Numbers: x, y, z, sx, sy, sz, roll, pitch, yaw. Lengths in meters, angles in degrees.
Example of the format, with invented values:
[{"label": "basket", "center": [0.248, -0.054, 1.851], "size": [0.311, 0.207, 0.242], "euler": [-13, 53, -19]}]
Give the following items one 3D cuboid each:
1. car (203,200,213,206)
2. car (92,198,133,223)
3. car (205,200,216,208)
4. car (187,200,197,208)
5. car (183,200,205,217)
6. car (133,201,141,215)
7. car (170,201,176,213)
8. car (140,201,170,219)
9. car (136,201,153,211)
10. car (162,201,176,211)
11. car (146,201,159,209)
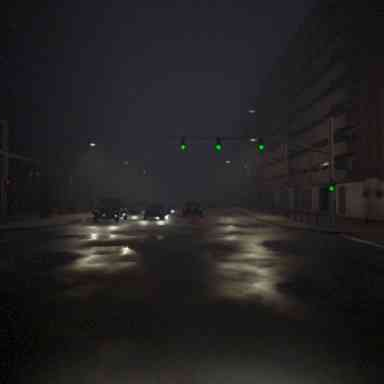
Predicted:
[{"label": "car", "center": [3.436, 2.401, 72.890], "size": [1.895, 1.301, 4.718], "euler": [0, -1, 0]}, {"label": "car", "center": [-7.115, 1.553, 29.641], "size": [2.150, 2.045, 5.566], "euler": [0, -1, 0]}, {"label": "car", "center": [3.445, 2.263, 62.947], "size": [1.994, 1.385, 4.181], "euler": [0, -1, 0]}, {"label": "car", "center": [0.043, 2.244, 64.577], "size": [1.812, 1.442, 4.674], "euler": [0, -1, 0]}, {"label": "car", "center": [0.067, 1.755, 36.221], "size": [2.097, 1.767, 4.553], "euler": [0, -1, 0]}, {"label": "car", "center": [-7.125, 1.920, 39.641], "size": [1.882, 1.535, 5.008], "euler": [0, -1, 0]}, {"label": "car", "center": [-3.623, 1.967, 42.658], "size": [2.128, 1.511, 4.902], "euler": [0, -1, 0]}, {"label": "car", "center": [-3.616, 1.848, 33.171], "size": [1.882, 1.535, 5.008], "euler": [0, -1, 0]}, {"label": "car", "center": [-7.126, 2.062, 49.952], "size": [1.837, 1.490, 4.892], "euler": [0, -1, 0]}, {"label": "car", "center": [-3.623, 2.150, 52.673], "size": [1.994, 1.385, 4.181], "euler": [0, -1, 0]}, {"label": "car", "center": [-7.087, 2.272, 60.244], "size": [1.895, 1.301, 4.718], "euler": [0, -1, 0]}]
